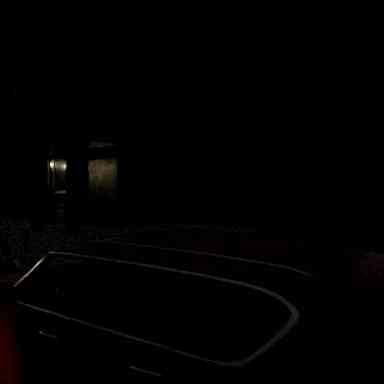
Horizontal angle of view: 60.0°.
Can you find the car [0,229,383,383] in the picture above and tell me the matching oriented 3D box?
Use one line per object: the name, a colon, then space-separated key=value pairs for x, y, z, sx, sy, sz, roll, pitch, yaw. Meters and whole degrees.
car: x=-0.484 y=1.314 z=3.313 sx=5.009 sy=1.841 sz=2.192 roll=0 pitch=0 yaw=36
